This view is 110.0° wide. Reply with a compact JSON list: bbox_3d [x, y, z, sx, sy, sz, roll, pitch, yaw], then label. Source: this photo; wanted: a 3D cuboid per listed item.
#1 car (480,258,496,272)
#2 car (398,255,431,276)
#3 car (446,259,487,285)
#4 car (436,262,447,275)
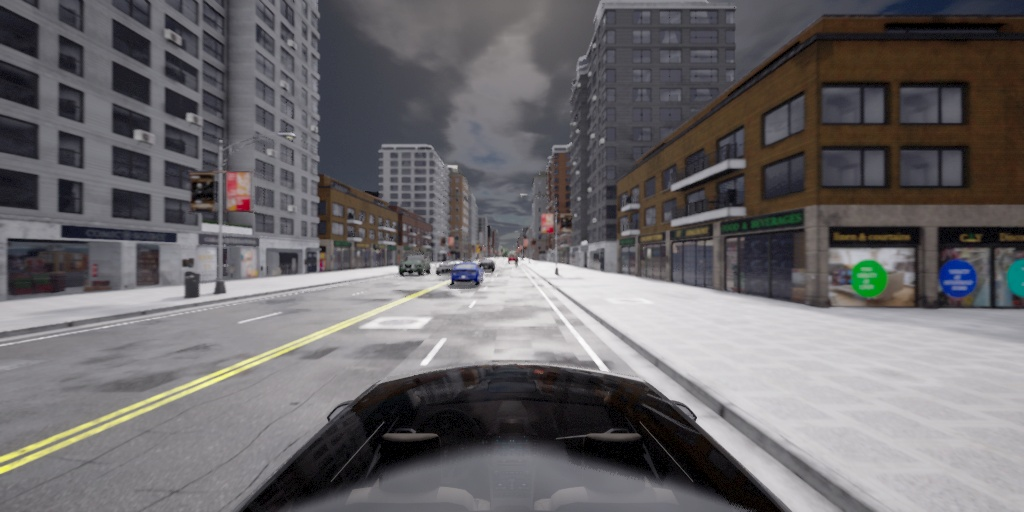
[{"bbox_3d":[-3.130,1.180,46.152,1.882,1.535,5.008,0,0,0],"label":"car"},{"bbox_3d":[-9.828,0.934,36.668,2.150,2.045,5.566,0,0,0],"label":"car"},{"bbox_3d":[-3.137,1.202,25.709,1.882,1.535,5.008,0,0,0],"label":"car"},{"bbox_3d":[-6.573,1.276,37.155,1.994,1.385,4.181,0,0,0],"label":"car"}]
